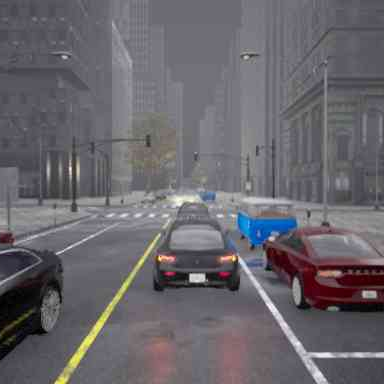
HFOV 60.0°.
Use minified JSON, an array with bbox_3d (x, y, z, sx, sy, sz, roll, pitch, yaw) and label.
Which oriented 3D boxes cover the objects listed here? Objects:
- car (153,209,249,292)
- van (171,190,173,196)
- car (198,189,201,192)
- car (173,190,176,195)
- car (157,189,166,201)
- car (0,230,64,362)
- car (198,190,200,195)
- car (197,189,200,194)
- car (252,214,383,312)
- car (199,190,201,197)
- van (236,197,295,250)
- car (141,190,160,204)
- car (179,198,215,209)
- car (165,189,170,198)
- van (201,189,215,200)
[{"bbox_3d":[0.092,1.394,8.468,1.812,1.442,4.674,0,1,0],"label":"car"},{"bbox_3d":[-5.906,0.207,77.235,1.690,1.788,3.998,0,1,0],"label":"van"},{"bbox_3d":[2.638,0.590,67.157,1.802,1.307,4.206,0,1,0],"label":"car"},{"bbox_3d":[-5.926,0.285,87.814,1.947,1.339,4.313,0,1,0],"label":"car"},{"bbox_3d":[-5.866,0.710,56.084,1.887,1.381,4.507,0,1,0],"label":"car"},{"bbox_3d":[-3.077,1.433,3.716,2.128,1.511,4.902,0,1,0],"label":"car"},{"bbox_3d":[2.648,0.629,61.743,1.887,1.381,4.507,0,1,0],"label":"car"},{"bbox_3d":[2.628,0.482,72.569,2.008,1.369,4.403,0,1,0],"label":"car"},{"bbox_3d":[2.765,1.429,7.413,1.887,1.381,4.507,0,1,0],"label":"car"},{"bbox_3d":[2.659,0.728,56.331,1.947,1.339,4.313,0,1,0],"label":"car"},{"bbox_3d":[2.756,1.142,12.935,1.690,1.788,3.998,0,1,0],"label":"van"},{"bbox_3d":[-5.852,0.847,45.334,1.752,1.417,4.829,0,1,0],"label":"car"},{"bbox_3d":[0.067,1.271,18.057,2.033,1.411,5.357,0,1,0],"label":"car"},{"bbox_3d":[-5.875,0.405,61.369,2.192,1.841,5.009,0,1,0],"label":"car"},{"bbox_3d":[2.670,0.581,50.915,1.690,1.788,3.998,0,1,0],"label":"van"}]
